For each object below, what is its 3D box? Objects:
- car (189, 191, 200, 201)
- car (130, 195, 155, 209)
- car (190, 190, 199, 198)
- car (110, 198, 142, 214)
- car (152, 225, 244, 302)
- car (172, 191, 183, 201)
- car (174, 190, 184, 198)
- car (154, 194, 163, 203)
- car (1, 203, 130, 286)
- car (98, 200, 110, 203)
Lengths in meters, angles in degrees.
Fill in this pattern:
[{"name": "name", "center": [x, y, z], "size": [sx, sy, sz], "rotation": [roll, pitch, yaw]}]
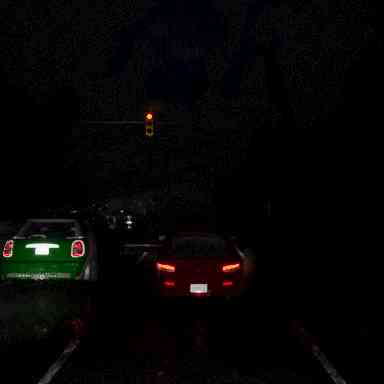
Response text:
[{"name": "car", "center": [0.578, 0.845, 66.640], "size": [2.097, 1.767, 4.553], "rotation": [0, 3, 0]}, {"name": "car", "center": [-6.786, 1.490, 46.093], "size": [2.128, 1.511, 4.902], "rotation": [0, 0, 1]}, {"name": "car", "center": [0.561, 0.473, 76.719], "size": [1.837, 1.490, 4.892], "rotation": [0, 3, 0]}, {"name": "car", "center": [-6.879, 1.601, 34.953], "size": [1.895, 1.301, 4.718], "rotation": [0, 0, 0]}, {"name": "car", "center": [0.131, 1.526, 8.145], "size": [1.812, 1.442, 4.674], "rotation": [0, 0, 0]}, {"name": "car", "center": [-2.924, 0.985, 66.399], "size": [1.882, 1.535, 5.008], "rotation": [0, 3, 1]}, {"name": "car", "center": [-2.942, 0.510, 76.509], "size": [2.128, 1.511, 4.902], "rotation": [0, 3, 0]}, {"name": "car", "center": [-6.605, 1.171, 63.354], "size": [1.837, 1.490, 4.892], "rotation": [0, 2, 1]}, {"name": "car", "center": [-3.361, 1.352, 9.611], "size": [2.097, 1.767, 4.553], "rotation": [0, 0, 0]}, {"name": "car", "center": [-10.342, 1.601, 39.579], "size": [1.895, 1.301, 4.718], "rotation": [0, 0, 0]}]
